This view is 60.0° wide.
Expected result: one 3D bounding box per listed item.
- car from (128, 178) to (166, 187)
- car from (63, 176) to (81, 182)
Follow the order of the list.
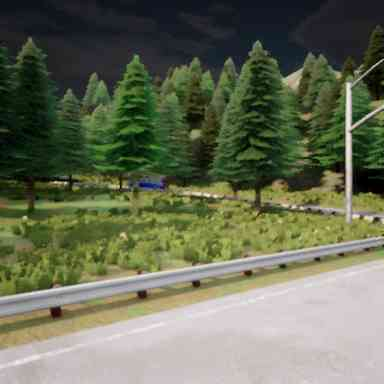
[{"bbox_3d":[-6.396,-1.033,47.291,5.566,2.045,2.150,5,1,8],"label":"car"},{"bbox_3d":[-19.476,-1.867,51.729,4.718,1.301,1.895,6,3,32],"label":"car"}]
